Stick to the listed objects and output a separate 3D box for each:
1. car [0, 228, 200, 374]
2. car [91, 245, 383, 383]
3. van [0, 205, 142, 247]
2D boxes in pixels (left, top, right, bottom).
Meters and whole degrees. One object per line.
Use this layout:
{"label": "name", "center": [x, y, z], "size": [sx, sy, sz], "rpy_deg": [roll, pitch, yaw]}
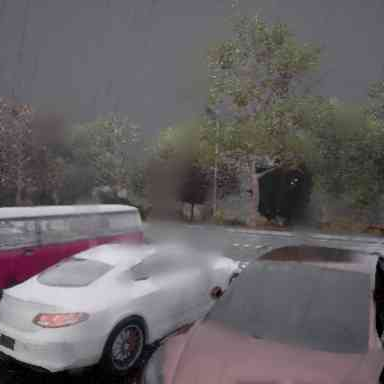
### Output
{"label": "car", "center": [-0.783, 1.544, 5.693], "size": [2.002, 1.452, 4.674], "rpy_deg": [0, 0, 35]}
{"label": "car", "center": [1.464, 1.516, 4.063], "size": [2.163, 1.488, 4.792], "rpy_deg": [0, 0, 35]}
{"label": "van", "center": [-3.114, 1.295, 7.209], "size": [1.878, 1.987, 4.442], "rpy_deg": [0, 0, 35]}
